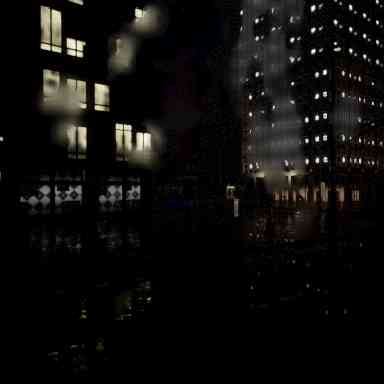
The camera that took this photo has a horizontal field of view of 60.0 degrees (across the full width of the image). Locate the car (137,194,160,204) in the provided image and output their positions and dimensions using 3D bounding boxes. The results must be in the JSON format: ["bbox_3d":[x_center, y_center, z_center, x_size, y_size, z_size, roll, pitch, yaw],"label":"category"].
[{"bbox_3d":[-7.869,1.204,59.809,1.882,1.535,5.008,-1,1,-34],"label":"car"}]

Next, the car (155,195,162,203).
[{"bbox_3d":[-3.936,1.036,58.637,2.192,1.841,5.009,0,0,-34],"label":"car"}]

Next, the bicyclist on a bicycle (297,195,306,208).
[{"bbox_3d":[12.848,1.118,39.129,1.656,1.620,0.582,-1,1,-34],"label":"bicyclist on a bicycle"}]

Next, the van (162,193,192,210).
[{"bbox_3d":[-1.543,1.210,40.180,1.690,1.788,3.998,0,0,-34],"label":"van"}]

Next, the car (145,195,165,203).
[{"bbox_3d":[-7.045,1.239,63.222,1.887,1.381,4.507,0,0,-34],"label":"car"}]
